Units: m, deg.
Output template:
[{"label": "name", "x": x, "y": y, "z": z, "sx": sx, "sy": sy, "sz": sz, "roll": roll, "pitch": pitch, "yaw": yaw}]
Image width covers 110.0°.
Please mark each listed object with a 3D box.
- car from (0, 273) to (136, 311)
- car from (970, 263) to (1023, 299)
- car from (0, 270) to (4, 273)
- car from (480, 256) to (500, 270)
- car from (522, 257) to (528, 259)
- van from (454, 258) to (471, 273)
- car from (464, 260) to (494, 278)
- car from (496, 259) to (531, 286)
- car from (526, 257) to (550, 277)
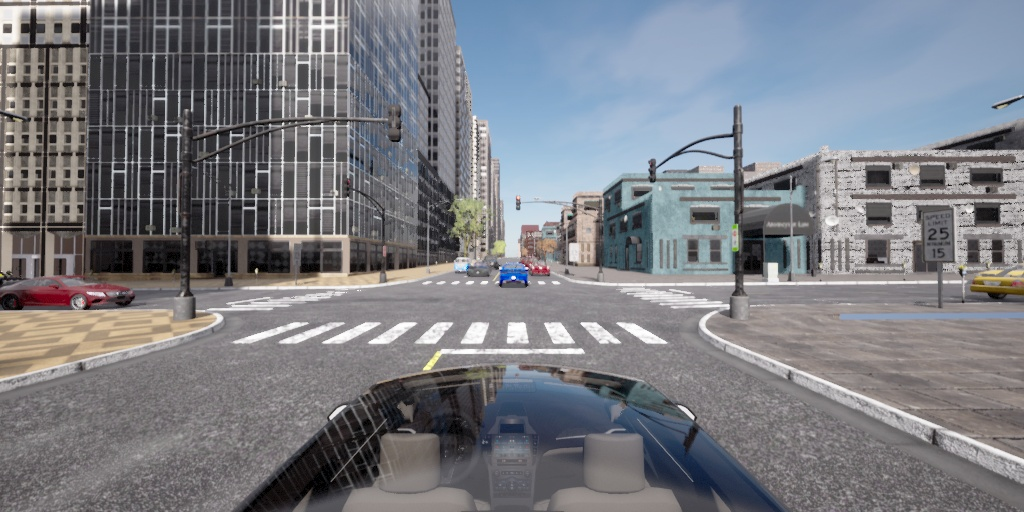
[{"label": "car", "x": -17.415, "y": 1.410, "z": 14.069, "sx": 4.207, "sy": 1.307, "sz": 1.802, "roll": 0, "pitch": 0, "yaw": 1}, {"label": "car", "x": 20.694, "y": 0.992, "z": 13.691, "sx": 4.829, "sy": 1.417, "sz": 1.751, "roll": 0, "pitch": 0, "yaw": 1}, {"label": "car", "x": -23.098, "y": 1.323, "z": 14.125, "sx": 4.097, "sy": 1.591, "sz": 1.967, "roll": 0, "pitch": 0, "yaw": 1}, {"label": "car", "x": -3.075, "y": 0.969, "z": 50.855, "sx": 2.150, "sy": 2.045, "sz": 5.566, "roll": 0, "pitch": 0, "yaw": 0}, {"label": "car", "x": 2.706, "y": 1.062, "z": 47.250, "sx": 2.192, "sy": 1.841, "sz": 5.009, "roll": 0, "pitch": 0, "yaw": 0}, {"label": "van", "x": -5.677, "y": 1.089, "z": 41.540, "sx": 1.690, "sy": 1.789, "sz": 3.998, "roll": 0, "pitch": 0, "yaw": 0}, {"label": "car", "x": -3.088, "y": 1.313, "z": 34.213, "sx": 1.994, "sy": 1.385, "sz": 4.181, "roll": 0, "pitch": 0, "yaw": 0}, {"label": "car", "x": 0.107, "y": 1.227, "z": 25.404, "sx": 1.882, "sy": 1.535, "sz": 5.008, "roll": 0, "pitch": 0, "yaw": 0}, {"label": "car", "x": 2.702, "y": 1.189, "z": 35.902, "sx": 1.967, "sy": 1.591, "sz": 4.097, "roll": 0, "pitch": 0, "yaw": 0}]
